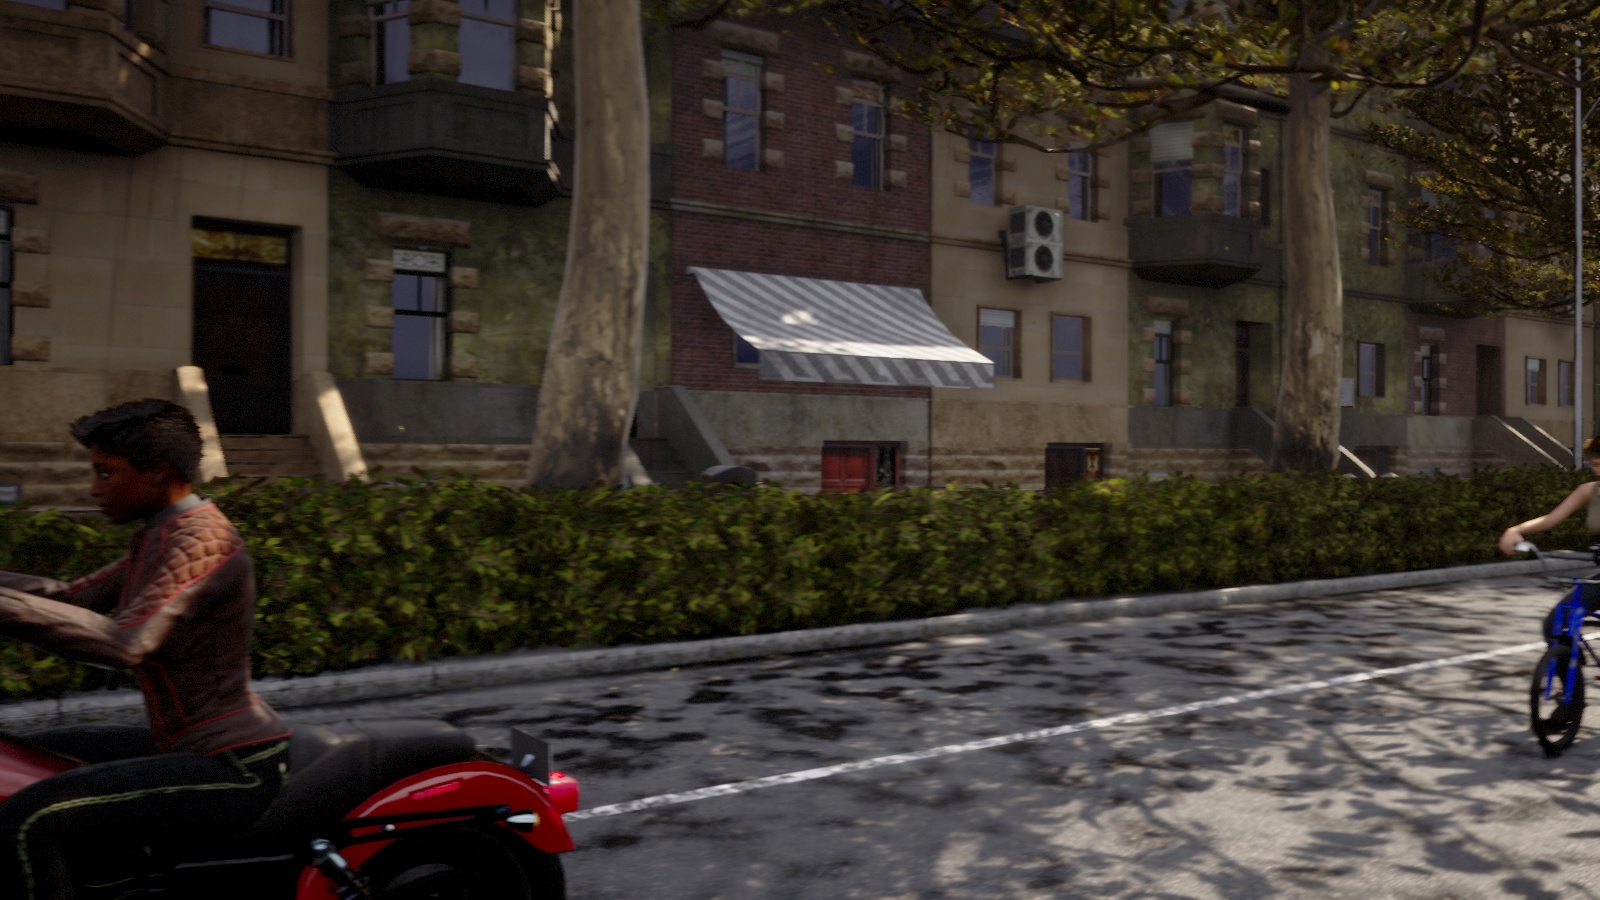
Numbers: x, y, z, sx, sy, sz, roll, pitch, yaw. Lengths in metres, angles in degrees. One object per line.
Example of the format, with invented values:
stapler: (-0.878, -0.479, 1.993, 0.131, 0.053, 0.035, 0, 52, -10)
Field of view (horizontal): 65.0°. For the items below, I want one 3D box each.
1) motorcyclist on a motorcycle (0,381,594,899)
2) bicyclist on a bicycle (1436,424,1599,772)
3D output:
motorcyclist on a motorcycle: (-1.655, 0.705, 2.507, 2.350, 1.649, 0.766, 0, 0, -35)
bicyclist on a bicycle: (4.144, 0.689, 6.537, 1.509, 1.612, 0.866, 0, 0, -34)
